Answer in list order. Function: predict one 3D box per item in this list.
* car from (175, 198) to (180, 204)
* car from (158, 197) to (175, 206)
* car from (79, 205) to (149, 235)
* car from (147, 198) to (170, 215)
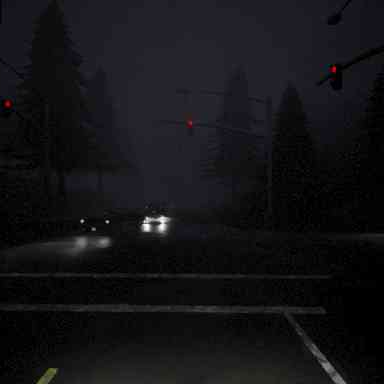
[{"bbox_3d":[-4.071,1.564,61.705,1.994,1.385,4.181,0,0,-39],"label":"car"},{"bbox_3d":[-4.935,1.525,55.623,1.812,1.442,4.674,0,0,-24],"label":"car"},{"bbox_3d":[-4.427,1.594,19.113,1.895,1.301,4.718,0,0,15],"label":"car"},{"bbox_3d":[-3.644,1.601,34.076,1.895,1.301,4.718,0,0,0],"label":"car"}]
